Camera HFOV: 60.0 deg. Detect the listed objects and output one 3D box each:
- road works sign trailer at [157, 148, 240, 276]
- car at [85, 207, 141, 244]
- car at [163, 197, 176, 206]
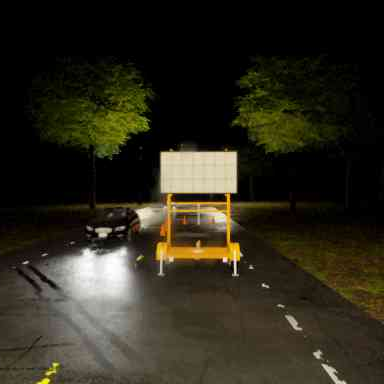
[{"bbox_3d":[0.209,0.459,10.337,2.380,3.560,2.880,0,0,2],"label":"road works sign trailer"},{"bbox_3d":[-3.617,1.485,15.961,2.128,1.511,4.902,0,0,0],"label":"car"},{"bbox_3d":[-3.562,1.532,53.853,1.837,1.490,4.892,0,0,0],"label":"car"}]
